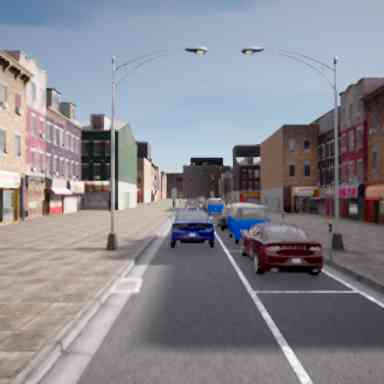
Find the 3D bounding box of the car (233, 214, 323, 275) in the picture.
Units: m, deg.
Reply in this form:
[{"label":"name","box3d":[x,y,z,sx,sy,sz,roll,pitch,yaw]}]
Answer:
[{"label":"car","box3d":[2.641,1.624,10.644,1.887,1.381,4.507,1,0,0]}]

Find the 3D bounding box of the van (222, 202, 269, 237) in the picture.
[{"label":"van","box3d":[2.640,1.462,16.186,1.690,1.788,3.998,1,0,0]}]

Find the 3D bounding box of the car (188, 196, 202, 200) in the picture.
[{"label":"car","box3d":[0.065,1.782,54.570,2.097,1.767,4.553,0,0,0]}]

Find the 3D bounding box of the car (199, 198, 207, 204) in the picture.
[{"label":"car","box3d":[2.595,2.213,81.982,1.752,1.417,4.829,1,-1,0]}]

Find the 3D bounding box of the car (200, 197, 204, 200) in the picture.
[{"label":"car","box3d":[2.616,1.825,49.427,1.967,1.590,4.097,1,-1,0]}]

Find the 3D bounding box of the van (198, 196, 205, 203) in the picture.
[{"label":"van","box3d":[2.589,2.140,92.820,1.690,1.788,3.998,1,-1,0]}]

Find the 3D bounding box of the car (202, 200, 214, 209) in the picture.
[{"label":"car","box3d":[2.611,1.978,54.967,1.887,1.381,4.507,1,-1,0]}]

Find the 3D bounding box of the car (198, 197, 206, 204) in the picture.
[{"label":"car","box3d":[2.592,2.182,87.316,1.967,1.590,4.097,1,-1,0]}]

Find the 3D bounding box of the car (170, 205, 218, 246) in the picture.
[{"label":"car","box3d":[0.013,1.595,15.852,1.882,1.535,5.008,0,0,0]}]

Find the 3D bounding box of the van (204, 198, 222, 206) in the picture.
[{"label":"van","box3d":[2.625,1.633,38.347,1.690,1.788,3.998,1,0,0]}]

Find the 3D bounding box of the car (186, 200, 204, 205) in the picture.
[{"label":"car","box3d":[0.073,1.888,37.826,1.895,1.301,4.718,0,0,0]}]

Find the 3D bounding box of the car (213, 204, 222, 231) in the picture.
[{"label":"car","box3d":[2.634,1.728,21.725,1.947,1.339,4.313,1,0,0]}]
